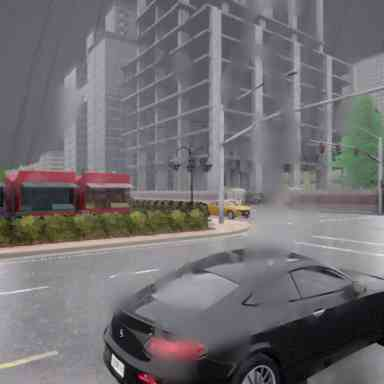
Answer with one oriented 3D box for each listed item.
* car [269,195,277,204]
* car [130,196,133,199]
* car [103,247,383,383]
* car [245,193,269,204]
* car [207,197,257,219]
[{"bbox_3d":[13.228,1.114,59.396,1.905,1.878,3.866,0,0,-36],"label":"car"},{"bbox_3d":[-8.723,1.297,44.323,2.097,1.767,4.553,0,0,-36],"label":"car"},{"bbox_3d":[1.147,1.526,4.605,4.674,1.442,1.812,0,0,-35],"label":"car"},{"bbox_3d":[10.840,1.114,57.680,1.905,1.878,3.866,0,0,-36],"label":"car"},{"bbox_3d":[2.859,1.422,28.401,1.882,1.535,5.008,0,0,-36],"label":"car"}]
